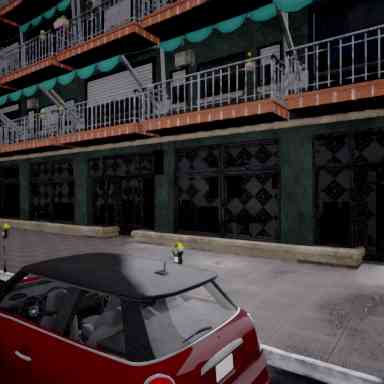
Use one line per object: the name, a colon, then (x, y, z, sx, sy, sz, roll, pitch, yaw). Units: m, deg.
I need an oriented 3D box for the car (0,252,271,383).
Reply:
car: (-1.315, 1.440, 3.812, 4.097, 1.590, 1.967, 0, 0, 35)
